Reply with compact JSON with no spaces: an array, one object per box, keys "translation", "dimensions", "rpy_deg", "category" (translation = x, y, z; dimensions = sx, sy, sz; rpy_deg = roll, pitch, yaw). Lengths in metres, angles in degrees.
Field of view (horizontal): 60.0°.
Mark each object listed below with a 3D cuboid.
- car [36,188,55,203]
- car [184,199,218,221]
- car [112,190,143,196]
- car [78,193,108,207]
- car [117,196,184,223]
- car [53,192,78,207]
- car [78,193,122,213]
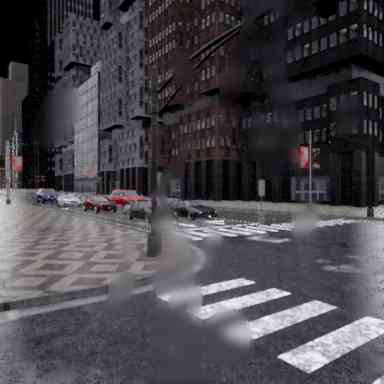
[{"translation":[-20.647,0.516,47.531],"dimensions":[2.150,2.045,5.566],"rpy_deg":[0,1,-36],"category":"car"},{"translation":[-0.427,1.273,25.067],"dimensions":[2.033,1.411,5.357],"rpy_deg":[0,1,-39],"category":"car"},{"translation":[-6.383,0.803,33.327],"dimensions":[2.150,2.045,5.566],"rpy_deg":[0,1,-36],"category":"car"},{"translation":[-12.500,0.922,41.767],"dimensions":[2.128,1.511,4.902],"rpy_deg":[0,1,-36],"category":"car"},{"translation":[-3.032,1.278,23.209],"dimensions":[2.033,1.411,5.357],"rpy_deg":[0,1,-35],"category":"car"},{"translation":[-14.429,0.980,38.867],"dimensions":[1.812,1.442,4.674],"rpy_deg":[0,1,-35],"category":"car"},{"translation":[-8.631,1.074,30.892],"dimensions":[1.882,1.535,5.008],"rpy_deg":[0,1,-36],"category":"car"}]
